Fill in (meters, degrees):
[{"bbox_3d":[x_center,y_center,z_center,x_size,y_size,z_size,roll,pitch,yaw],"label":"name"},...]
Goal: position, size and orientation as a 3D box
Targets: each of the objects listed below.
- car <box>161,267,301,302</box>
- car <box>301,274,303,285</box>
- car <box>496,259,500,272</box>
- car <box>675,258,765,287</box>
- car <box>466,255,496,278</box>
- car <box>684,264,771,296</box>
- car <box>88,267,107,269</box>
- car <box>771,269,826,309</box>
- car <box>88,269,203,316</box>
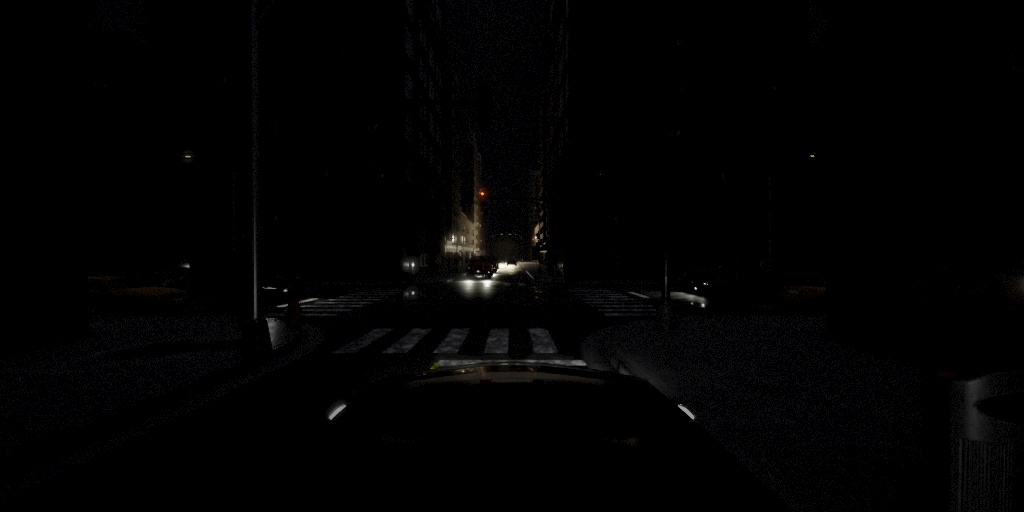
[{"bbox_3d":[-12.180,1.272,15.454,4.892,1.490,1.837,-1,0,0],"label":"car"},{"bbox_3d":[-14.569,1.307,20.942,4.313,1.339,1.948,0,0,0],"label":"car"},{"bbox_3d":[-2.929,0.956,43.913,2.150,2.045,5.566,0,0,0],"label":"car"},{"bbox_3d":[12.314,1.032,20.958,5.009,1.841,2.192,0,0,0],"label":"car"},{"bbox_3d":[-2.911,0.963,33.524,2.150,2.045,5.566,0,0,0],"label":"car"},{"bbox_3d":[12.134,1.277,18.382,5.357,1.411,2.033,0,0,3],"label":"car"},{"bbox_3d":[-25.395,1.315,20.935,4.313,1.339,1.948,0,0,0],"label":"car"},{"bbox_3d":[12.480,1.280,12.933,4.829,1.417,1.751,0,0,0],"label":"car"},{"bbox_3d":[-14.403,1.304,12.917,4.829,1.417,1.751,0,0,0],"label":"car"}]
